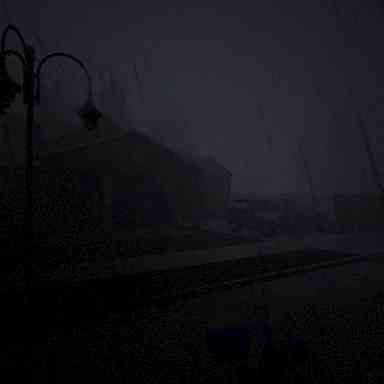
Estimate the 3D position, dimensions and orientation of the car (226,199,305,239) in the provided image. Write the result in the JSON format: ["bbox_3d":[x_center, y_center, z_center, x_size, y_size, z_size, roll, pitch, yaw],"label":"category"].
[{"bbox_3d":[3.524,1.313,17.353,1.905,1.878,3.866,1,0,-36],"label":"car"}]

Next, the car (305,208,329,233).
[{"bbox_3d":[5.342,1.338,19.132,1.932,1.855,4.605,1,0,-36],"label":"car"}]
